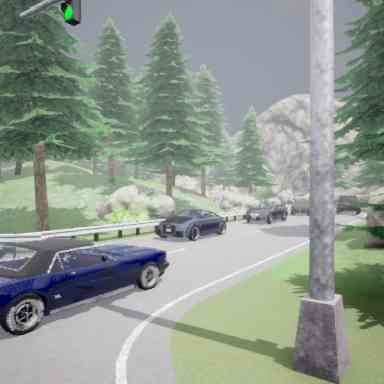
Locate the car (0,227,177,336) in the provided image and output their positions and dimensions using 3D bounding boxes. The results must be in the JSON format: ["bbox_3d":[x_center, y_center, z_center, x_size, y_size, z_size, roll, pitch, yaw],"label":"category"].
[{"bbox_3d":[-2.566,1.624,6.853,1.895,1.301,4.718,0,0,35],"label":"car"}]

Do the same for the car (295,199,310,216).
[{"bbox_3d":[11.313,1.520,33.691,1.837,1.490,4.892,0,0,28],"label":"car"}]

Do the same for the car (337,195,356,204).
[{"bbox_3d":[16.752,1.363,35.558,2.150,2.045,5.566,1,0,25],"label":"car"}]

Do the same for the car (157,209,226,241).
[{"bbox_3d":[0.052,1.579,16.969,1.994,1.385,4.181,0,0,35],"label":"car"}]

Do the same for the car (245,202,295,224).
[{"bbox_3d":[5.713,1.507,25.145,2.128,1.511,4.902,0,0,35],"label":"car"}]
